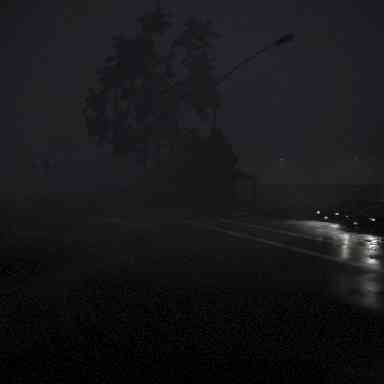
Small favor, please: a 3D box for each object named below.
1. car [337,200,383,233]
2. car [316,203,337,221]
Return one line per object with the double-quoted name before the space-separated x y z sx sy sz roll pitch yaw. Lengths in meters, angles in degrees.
"car" 10.161 1.282 17.657 4.674 1.442 1.812 0 1 -29
"car" 10.657 1.218 21.950 5.357 1.411 2.033 0 1 -29
